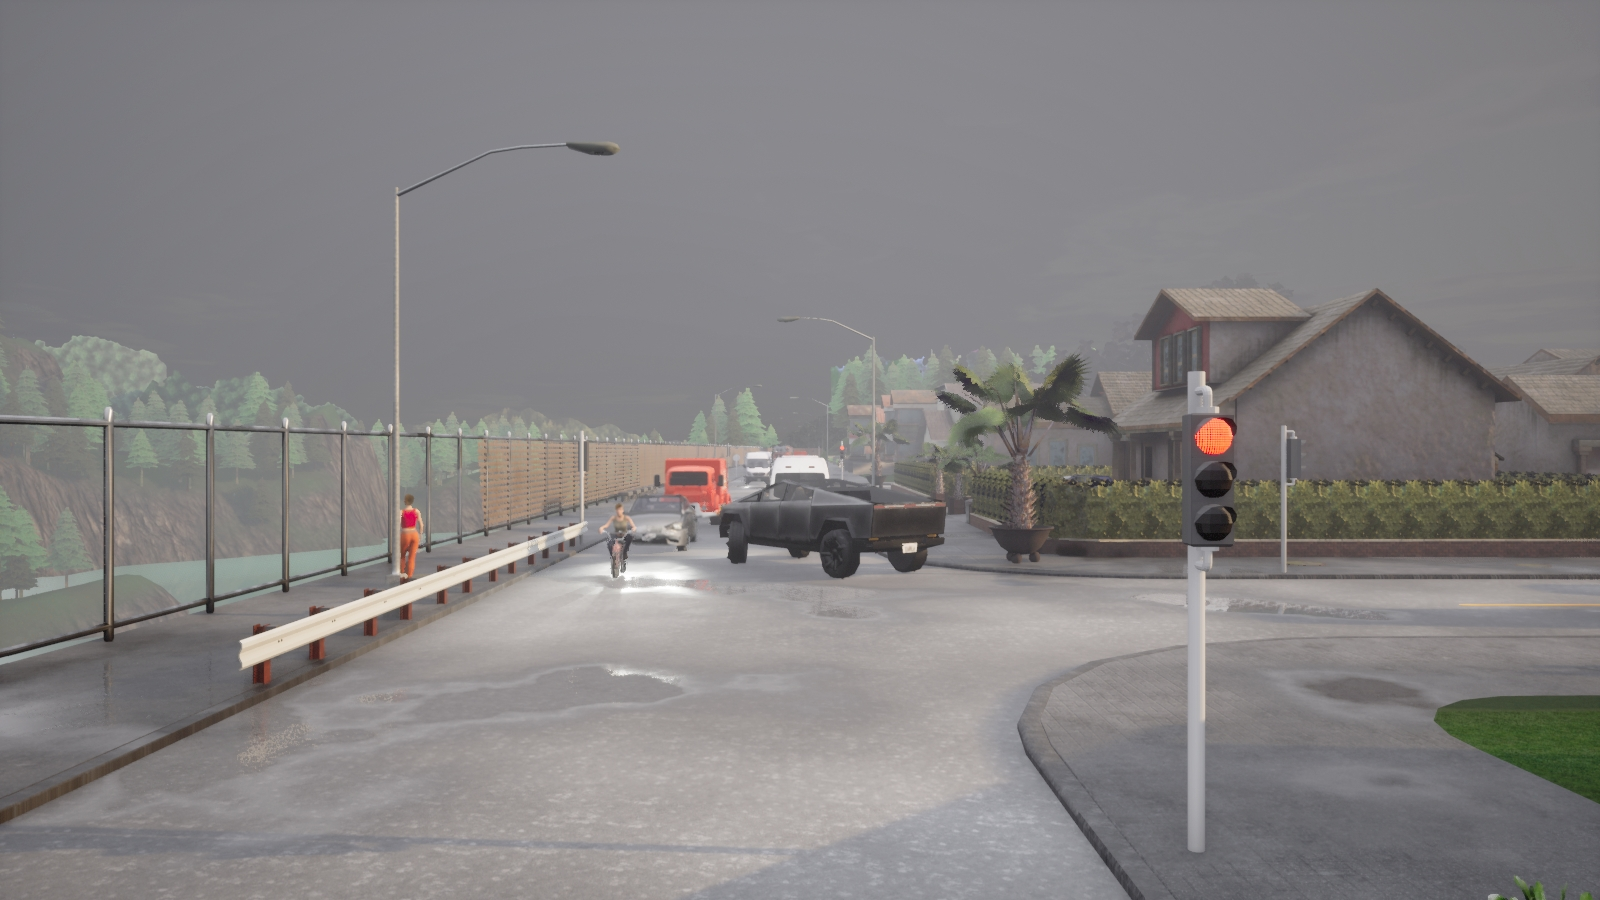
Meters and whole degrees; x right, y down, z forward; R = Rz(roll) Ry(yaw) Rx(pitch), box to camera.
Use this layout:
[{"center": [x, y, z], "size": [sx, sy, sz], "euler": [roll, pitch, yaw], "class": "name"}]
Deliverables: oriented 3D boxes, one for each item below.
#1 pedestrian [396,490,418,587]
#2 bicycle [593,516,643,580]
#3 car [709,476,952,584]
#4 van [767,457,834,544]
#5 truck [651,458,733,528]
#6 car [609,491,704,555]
[{"center": [-7.714, 1.730, 22.418], "size": [0.375, 1.860, 0.375], "euler": [0, 0, -25], "class": "pedestrian"}, {"center": [-3.988, 2.142, 25.175], "size": [0.859, 1.276, 1.487], "euler": [0, 0, 0], "class": "bicycle"}, {"center": [0.520, 1.736, 26.916], "size": [2.390, 2.098, 6.274], "euler": [0, 0, -36], "class": "car"}, {"center": [0.006, 1.511, 36.872], "size": [1.988, 2.561, 5.915], "euler": [0, 0, 0], "class": "van"}, {"center": [-3.996, 1.540, 43.283], "size": [2.627, 2.467, 5.204], "euler": [0, 0, 0], "class": "truck"}, {"center": [-3.995, 2.027, 32.630], "size": [2.128, 1.511, 4.902], "euler": [0, 0, 0], "class": "car"}]
